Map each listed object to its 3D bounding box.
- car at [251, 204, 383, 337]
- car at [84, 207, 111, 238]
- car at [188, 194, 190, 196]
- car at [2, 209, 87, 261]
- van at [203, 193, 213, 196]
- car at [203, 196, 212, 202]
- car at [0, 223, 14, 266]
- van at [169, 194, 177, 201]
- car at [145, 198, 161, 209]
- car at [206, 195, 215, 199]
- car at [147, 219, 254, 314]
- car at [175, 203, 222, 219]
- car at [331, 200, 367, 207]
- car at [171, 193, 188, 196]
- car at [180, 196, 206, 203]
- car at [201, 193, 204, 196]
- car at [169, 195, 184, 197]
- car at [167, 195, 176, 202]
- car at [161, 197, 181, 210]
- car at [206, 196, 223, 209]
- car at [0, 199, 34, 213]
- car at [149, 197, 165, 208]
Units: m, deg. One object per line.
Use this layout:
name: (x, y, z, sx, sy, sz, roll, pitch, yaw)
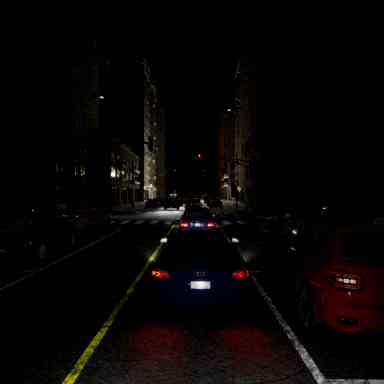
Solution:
car: (2.753, 1.316, 6.587, 2.192, 1.841, 5.009, 1, 0, 1)
car: (-5.634, 1.529, 17.782, 1.752, 1.417, 4.829, 1, 0, 1)
car: (-2.085, 1.562, 72.847, 2.033, 1.411, 5.357, 0, 0, 1)
car: (-5.703, 1.547, 12.328, 1.887, 1.381, 4.507, 1, 0, 1)
van: (3.453, 1.357, 61.872, 1.690, 1.788, 3.998, 1, 0, 1)
car: (3.666, 1.607, 78.890, 1.802, 1.307, 4.206, 1, 0, 1)
car: (-5.776, 1.527, 6.534, 1.752, 1.417, 4.829, 1, 0, 1)
van: (-4.784, 1.370, 84.677, 1.690, 1.788, 3.998, 1, 0, 1)
car: (-5.289, 1.555, 44.970, 1.887, 1.381, 4.507, 1, 0, 1)
car: (3.307, 1.594, 50.526, 1.802, 1.307, 4.206, 1, 0, 1)
car: (0.175, 1.566, 7.712, 1.994, 1.385, 4.181, 0, 0, 1)
car: (0.269, 1.551, 17.776, 2.033, 1.411, 5.357, 0, 0, 0)
car: (14.329, 1.506, 31.913, 4.553, 1.767, 2.097, 1, -1, 1)
car: (-2.283, 1.369, 62.248, 2.097, 1.767, 4.553, 0, 0, 1)
car: (0.224, 1.557, 43.253, 2.033, 1.411, 5.357, 0, 0, 7)
car: (3.525, 1.334, 67.545, 2.192, 1.841, 5.009, 1, 0, 1)
car: (-2.433, 1.614, 52.607, 1.895, 1.301, 4.718, 0, 0, 1)
car: (-4.857, 1.466, 79.004, 1.967, 1.590, 4.097, 1, 0, 1)
car: (-2.559, 1.611, 43.176, 1.895, 1.301, 4.718, 0, 0, 1)
car: (3.235, 1.592, 44.853, 1.802, 1.307, 4.206, 1, 0, 1)
car: (-16.425, 1.342, 29.272, 4.902, 1.511, 2.128, 1, -1, 1)
car: (-5.218, 1.557, 50.642, 1.887, 1.381, 4.507, 1, 0, 1)
